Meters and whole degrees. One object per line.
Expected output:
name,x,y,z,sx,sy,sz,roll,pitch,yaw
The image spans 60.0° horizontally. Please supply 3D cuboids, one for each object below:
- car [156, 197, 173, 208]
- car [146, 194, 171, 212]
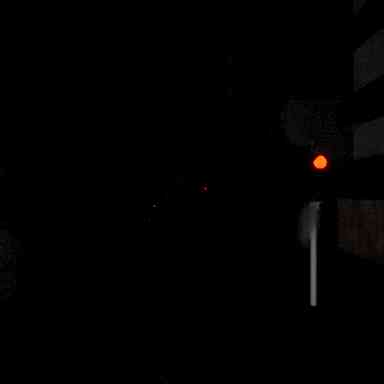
car,-4.120,1.547,50.318,2.033,1.411,5.357,0,0,1
car,-4.138,1.221,39.674,2.150,2.045,5.566,0,0,0
